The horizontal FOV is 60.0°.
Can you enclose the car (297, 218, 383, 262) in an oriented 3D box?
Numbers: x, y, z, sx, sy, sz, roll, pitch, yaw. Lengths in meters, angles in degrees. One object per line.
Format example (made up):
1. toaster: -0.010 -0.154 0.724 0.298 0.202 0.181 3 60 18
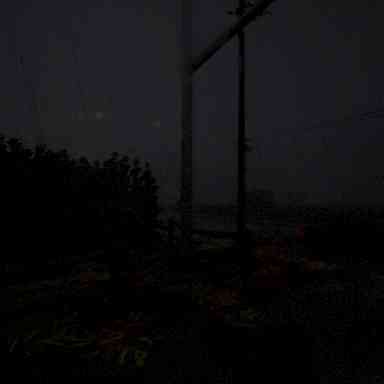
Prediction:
1. car: 6.120 1.612 11.039 2.033 1.411 5.357 0 0 -34
